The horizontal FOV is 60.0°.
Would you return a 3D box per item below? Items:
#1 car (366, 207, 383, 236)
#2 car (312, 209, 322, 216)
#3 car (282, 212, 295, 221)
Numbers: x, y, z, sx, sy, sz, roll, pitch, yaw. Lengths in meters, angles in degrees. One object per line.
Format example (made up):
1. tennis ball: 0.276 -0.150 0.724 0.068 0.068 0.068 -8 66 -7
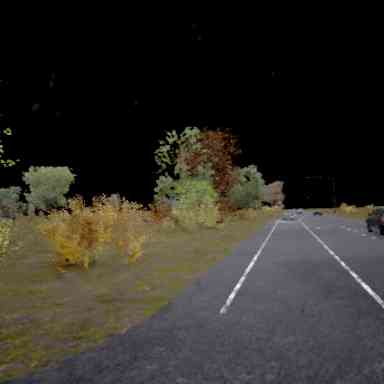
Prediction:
1. car: 14.724 2.119 24.953 2.150 2.045 5.566 -3 -3 16
2. car: 31.684 5.149 84.250 1.837 1.490 4.892 -3 -3 16
3. car: 16.476 4.200 56.822 1.837 1.490 4.892 -4 -3 17
